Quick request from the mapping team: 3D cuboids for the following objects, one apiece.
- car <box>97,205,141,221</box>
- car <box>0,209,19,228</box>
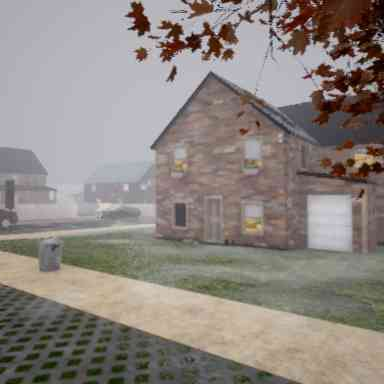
[{"bbox_3d":[-7.276,2.089,33.404,2.128,1.511,4.902,0,-2,35],"label":"car"},{"bbox_3d":[-14.649,1.762,22.873,1.882,1.535,5.008,0,-1,34],"label":"car"}]
